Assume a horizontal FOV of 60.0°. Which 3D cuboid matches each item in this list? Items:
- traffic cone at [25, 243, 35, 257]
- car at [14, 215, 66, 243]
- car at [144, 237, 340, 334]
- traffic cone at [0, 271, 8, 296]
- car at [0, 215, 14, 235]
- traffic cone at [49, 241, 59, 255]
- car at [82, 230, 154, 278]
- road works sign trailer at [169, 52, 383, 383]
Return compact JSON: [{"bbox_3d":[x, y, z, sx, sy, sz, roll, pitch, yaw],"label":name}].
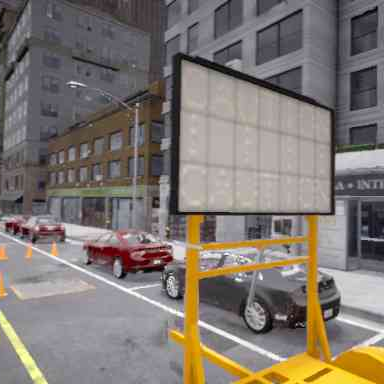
[{"bbox_3d":[-6.870,2.441,14.097,0.340,0.580,0.340,3,-3,-38],"label":"traffic cone"},{"bbox_3d":[-9.240,2.150,20.406,1.967,1.590,4.097,2,-2,-38],"label":"car"},{"bbox_3d":[0.982,1.899,7.436,2.008,1.369,4.403,2,-2,-38],"label":"car"},{"bbox_3d":[-4.727,2.227,8.151,0.340,0.580,0.340,3,-3,-38],"label":"traffic cone"},{"bbox_3d":[-12.649,2.376,24.724,1.887,1.381,4.507,2,-2,-38],"label":"car"},{"bbox_3d":[-6.085,2.482,14.715,0.340,0.580,0.340,3,-3,-38],"label":"traffic cone"},{"bbox_3d":[-2.426,2.013,11.758,1.887,1.381,4.507,2,-2,-38],"label":"car"},{"bbox_3d":[0.623,0.639,3.542,2.380,3.560,2.880,3,-3,-38],"label":"road works sign trailer"}]
